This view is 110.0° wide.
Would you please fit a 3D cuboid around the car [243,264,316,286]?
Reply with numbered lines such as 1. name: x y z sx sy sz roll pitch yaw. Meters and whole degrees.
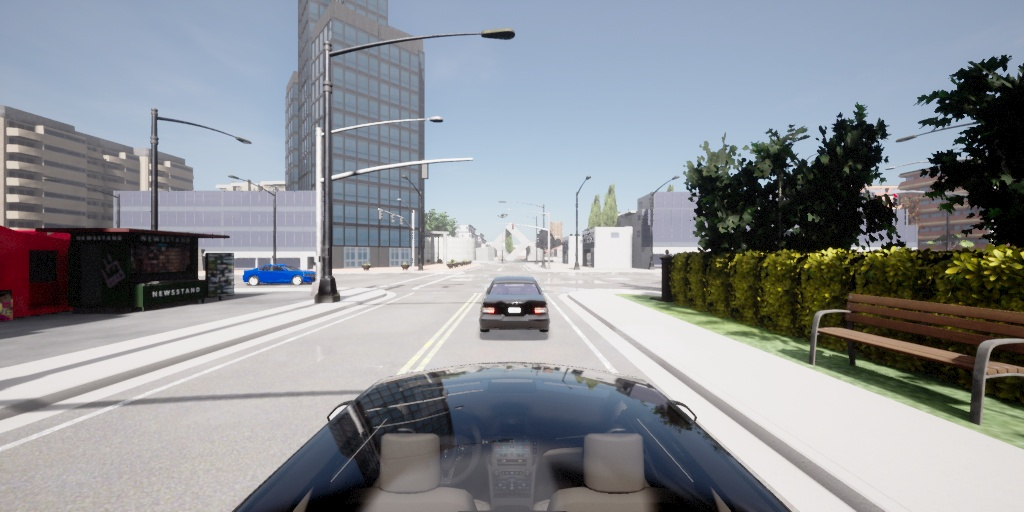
1. car: -16.781 1.336 26.188 5.008 1.535 1.882 -1 0 0

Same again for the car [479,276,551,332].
1. car: 0.068 1.297 10.781 2.033 1.411 5.357 0 0 0
